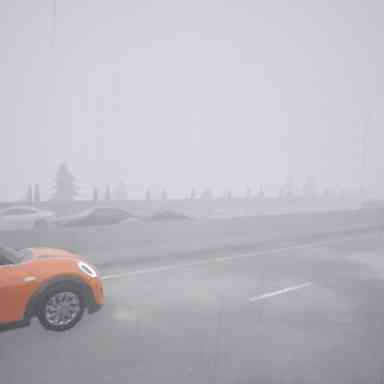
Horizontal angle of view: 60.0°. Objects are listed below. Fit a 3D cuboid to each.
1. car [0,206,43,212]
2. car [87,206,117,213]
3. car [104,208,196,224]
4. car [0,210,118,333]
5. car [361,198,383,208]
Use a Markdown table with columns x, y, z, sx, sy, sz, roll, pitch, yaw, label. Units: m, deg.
| x | y | z | sx | sy | sz | roll | pitch | yaw | label |
| --- | --- | --- | --- | --- | --- | --- | --- | --- | --- |
| -9.934 | 1.518 | 18.387 | 4.674 | 1.442 | 1.812 | 0 | 0 | -36 | car |
| -4.979 | 1.505 | 17.622 | 4.674 | 1.442 | 1.812 | 0 | 0 | -36 | car |
| -1.670 | 1.537 | 15.697 | 4.181 | 1.385 | 1.994 | 0 | 0 | -35 | car |
| -3.802 | 1.353 | 5.333 | 4.553 | 1.767 | 2.097 | 0 | 0 | -35 | car |
| 23.753 | 1.446 | 43.242 | 4.718 | 1.301 | 1.895 | 0 | 0 | -42 | car |
